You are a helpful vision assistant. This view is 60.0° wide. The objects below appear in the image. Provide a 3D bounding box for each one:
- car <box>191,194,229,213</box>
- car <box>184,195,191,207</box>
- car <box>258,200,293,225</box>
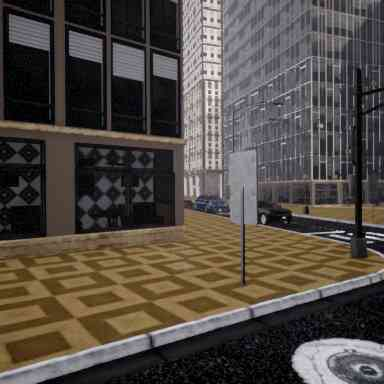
[{"bbox_3d":[1.831,1.020,31.918,2.097,1.767,4.553,-1,1,-19],"label":"car"},{"bbox_3d":[-1.320,1.094,41.339,1.994,1.385,4.181,-1,1,-18],"label":"car"},{"bbox_3d":[4.879,1.278,22.845,1.882,1.535,5.008,-1,1,-19],"label":"car"}]
